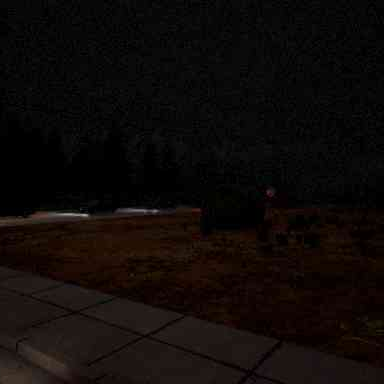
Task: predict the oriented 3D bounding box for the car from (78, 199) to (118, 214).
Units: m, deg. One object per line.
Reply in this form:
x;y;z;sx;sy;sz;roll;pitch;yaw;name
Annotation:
-10.224;1.552;36.606;1.812;1.442;4.674;0;0;37;car

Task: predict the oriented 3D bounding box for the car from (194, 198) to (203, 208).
2.226;1.532;47.226;1.837;1.490;4.892;0;0;36;car

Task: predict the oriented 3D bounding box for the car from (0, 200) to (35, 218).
-16.146;1.504;28.609;1.882;1.535;5.008;0;0;36;car

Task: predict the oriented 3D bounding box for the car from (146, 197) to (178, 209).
-4.010;1.504;44.993;1.882;1.535;5.008;0;0;37;car
